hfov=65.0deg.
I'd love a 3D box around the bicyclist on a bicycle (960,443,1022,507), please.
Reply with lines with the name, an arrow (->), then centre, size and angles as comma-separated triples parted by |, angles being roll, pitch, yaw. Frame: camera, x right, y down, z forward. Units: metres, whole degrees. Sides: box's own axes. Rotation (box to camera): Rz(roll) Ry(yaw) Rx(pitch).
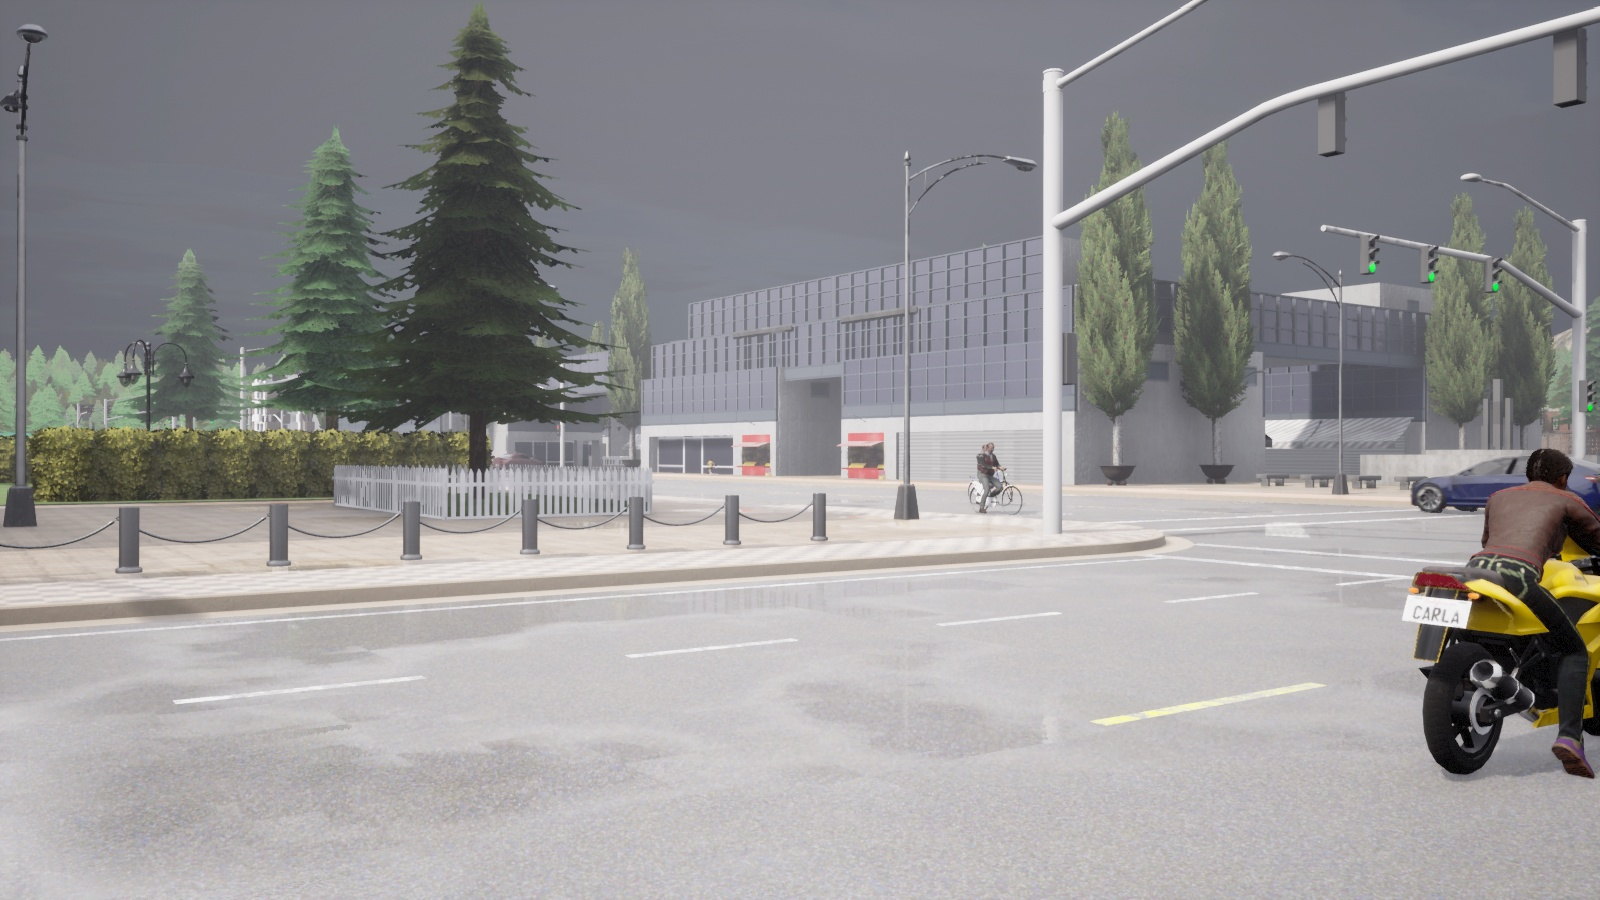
bicyclist on a bicycle -> 5.441, 0.692, 35.879 | 0.659, 1.776, 1.843 | 0, 0, -35

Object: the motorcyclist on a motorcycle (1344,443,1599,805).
motorcyclist on a motorcycle -> 3.643, 0.734, 6.198 | 2.044, 1.523, 0.797 | 0, 0, -35

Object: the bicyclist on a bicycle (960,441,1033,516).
bicyclist on a bicycle -> 4.793, 0.680, 30.690 | 0.659, 1.776, 1.843 | 0, 0, -35

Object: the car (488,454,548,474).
car -> -20.991, 1.044, 93.638 | 1.812, 1.442, 4.674 | -1, 0, 25

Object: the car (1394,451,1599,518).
car -> 17.491, 0.783, 30.843 | 2.163, 1.488, 4.792 | 0, 0, -35
